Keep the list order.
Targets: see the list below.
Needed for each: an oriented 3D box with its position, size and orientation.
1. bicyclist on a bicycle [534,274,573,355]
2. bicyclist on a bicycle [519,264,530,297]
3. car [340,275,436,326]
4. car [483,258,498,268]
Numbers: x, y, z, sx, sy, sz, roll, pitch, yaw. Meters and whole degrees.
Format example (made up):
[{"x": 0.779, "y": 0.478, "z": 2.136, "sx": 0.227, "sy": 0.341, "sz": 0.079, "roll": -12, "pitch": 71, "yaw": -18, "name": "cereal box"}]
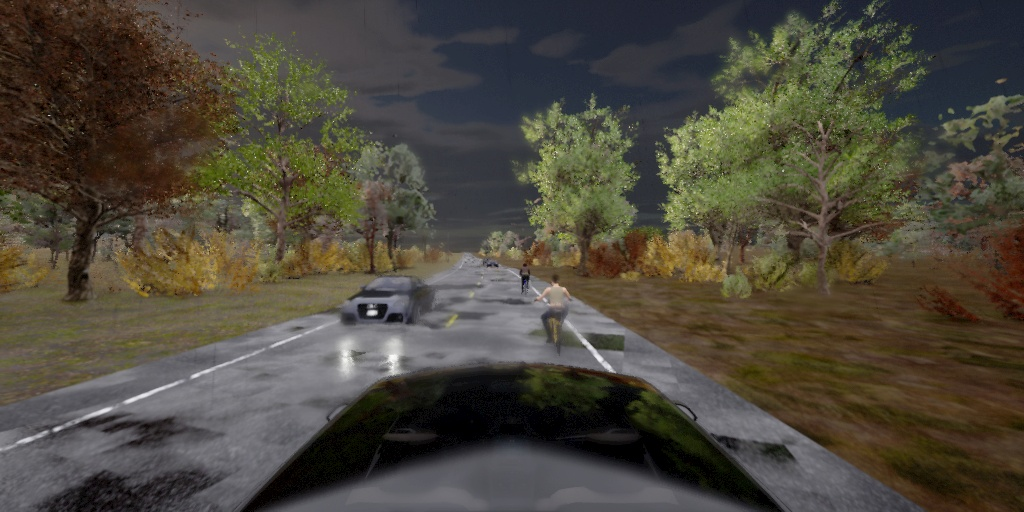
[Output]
[{"x": 0.924, "y": 1.186, "z": 7.697, "sx": 0.866, "sy": 1.612, "sz": 1.509, "roll": 0, "pitch": 0, "yaw": -1, "name": "bicyclist on a bicycle"}, {"x": 0.654, "y": 1.202, "z": 17.925, "sx": 0.582, "sy": 1.620, "sz": 1.656, "roll": 0, "pitch": 0, "yaw": -2, "name": "bicyclist on a bicycle"}, {"x": -3.743, "y": 1.314, "z": 11.491, "sx": 1.994, "sy": 1.385, "sz": 4.181, "roll": 0, "pitch": 0, "yaw": -1, "name": "car"}, {"x": -3.388, "y": 1.269, "z": 60.969, "sx": 1.895, "sy": 1.301, "sz": 4.718, "roll": 0, "pitch": 0, "yaw": -6, "name": "car"}]
